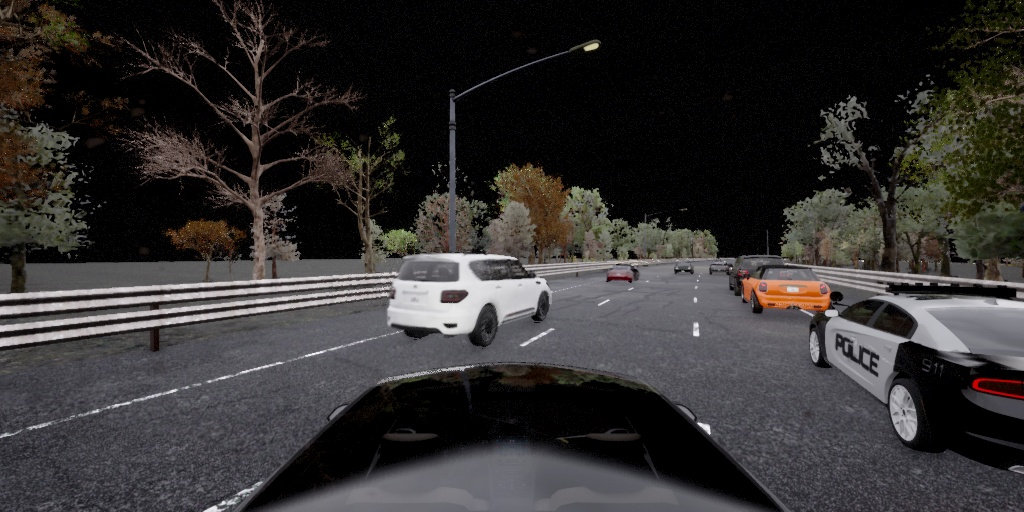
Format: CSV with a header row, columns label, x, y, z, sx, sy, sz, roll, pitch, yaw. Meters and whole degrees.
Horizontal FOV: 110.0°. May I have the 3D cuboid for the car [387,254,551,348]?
label,x,y,z,sx,sy,sz,roll,pitch,yaw
car,-0.775,0.970,9.683,2.150,2.045,5.566,0,0,27

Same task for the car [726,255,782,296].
label,x,y,z,sx,sy,sz,roll,pitch,yaw
car,12.761,0.978,18.755,2.150,2.045,5.566,0,0,28

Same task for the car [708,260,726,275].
label,x,y,z,sx,sy,sz,roll,pitch,yaw
car,22.677,1.261,39.235,2.128,1.511,4.902,0,0,30

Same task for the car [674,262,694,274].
label,x,y,z,sx,sy,sz,roll,pitch,yaw
car,19.551,1.370,40.658,1.895,1.301,4.718,0,0,29

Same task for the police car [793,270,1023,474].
label,x,y,z,sx,sy,sz,roll,pitch,yaw
police car,5.637,1.175,4.743,1.930,1.638,5.238,0,0,26

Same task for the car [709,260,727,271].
label,x,y,z,sx,sy,sz,roll,pitch,yaw
car,29.222,1.333,50.852,2.033,1.411,5.357,0,0,30

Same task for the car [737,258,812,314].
label,x,y,z,sx,sy,sz,roll,pitch,yaw
car,10.015,1.102,13.438,2.097,1.767,4.553,0,0,27

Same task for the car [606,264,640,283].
label,x,y,z,sx,sy,sz,roll,pitch,yaw
car,8.824,1.321,28.283,1.994,1.385,4.181,0,0,28
